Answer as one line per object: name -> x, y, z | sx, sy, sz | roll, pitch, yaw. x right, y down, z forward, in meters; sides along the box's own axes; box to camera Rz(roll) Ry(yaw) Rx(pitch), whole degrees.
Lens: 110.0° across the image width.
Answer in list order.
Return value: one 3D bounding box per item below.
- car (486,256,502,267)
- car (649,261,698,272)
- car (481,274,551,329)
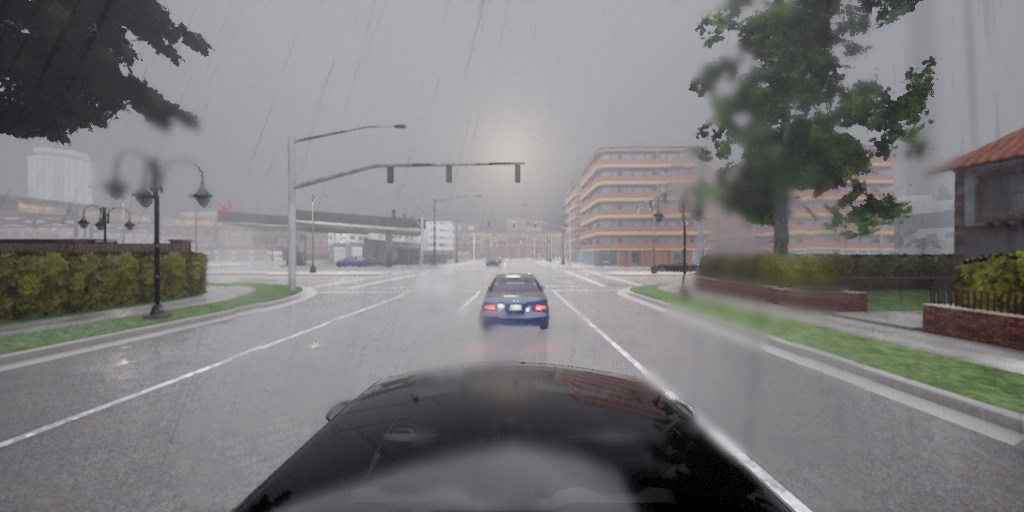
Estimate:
car -> -3.126, 0.836, 58.224 | 2.097, 1.767, 4.553 | 0, 0, 0
car -> 17.464, 1.176, 39.002 | 4.718, 1.301, 1.895 | 0, 0, 0
car -> 0.096, 1.254, 10.986 | 2.033, 1.411, 5.357 | 0, 0, 0
